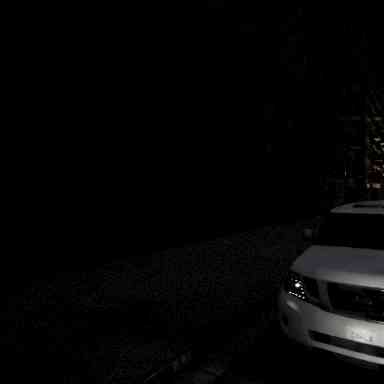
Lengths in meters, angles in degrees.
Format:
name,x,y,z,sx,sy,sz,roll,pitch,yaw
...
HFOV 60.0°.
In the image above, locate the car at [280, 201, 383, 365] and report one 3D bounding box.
name,x,y,z,sx,sy,sz,roll,pitch,yaw
car,3.409,1.221,5.947,2.150,2.045,5.566,0,0,34
